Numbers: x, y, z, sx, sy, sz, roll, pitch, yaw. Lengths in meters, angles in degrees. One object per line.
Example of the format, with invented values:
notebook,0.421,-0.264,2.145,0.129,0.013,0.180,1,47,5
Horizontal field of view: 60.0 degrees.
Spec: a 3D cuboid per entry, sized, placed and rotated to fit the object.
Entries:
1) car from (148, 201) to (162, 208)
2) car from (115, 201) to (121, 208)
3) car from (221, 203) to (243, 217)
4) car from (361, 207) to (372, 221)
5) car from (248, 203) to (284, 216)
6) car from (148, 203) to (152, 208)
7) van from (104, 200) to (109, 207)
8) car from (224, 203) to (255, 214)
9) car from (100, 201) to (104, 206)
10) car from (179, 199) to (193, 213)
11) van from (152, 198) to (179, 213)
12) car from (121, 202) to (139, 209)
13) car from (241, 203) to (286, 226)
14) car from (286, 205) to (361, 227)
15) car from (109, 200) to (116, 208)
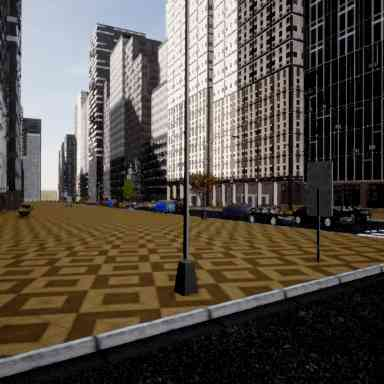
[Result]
car,-8.366,2.809,75.147,1.802,1.307,4.206,-1,-1,-26
car,-13.396,2.602,66.287,1.752,1.417,4.829,-1,-1,-26
car,5.002,1.962,34.162,2.033,1.411,5.357,0,-1,-26
car,13.638,1.854,29.562,2.008,1.369,4.403,-1,-1,-26
car,8.748,2.068,39.692,1.947,1.339,4.313,-1,-1,-26
car,-7.475,2.675,67.363,1.895,1.301,4.718,0,-1,-26
van,-18.362,2.635,76.571,1.690,1.788,3.998,-1,-1,-26
car,6.303,2.168,44.757,1.947,1.339,4.313,-1,-1,-26
car,-23.248,3.053,86.698,1.887,1.381,4.507,-1,-1,-26
car,-1.510,2.188,47.699,1.837,1.490,4.892,0,-1,-25
van,-3.693,2.005,46.183,1.690,1.788,3.998,-1,-1,-26
car,-11.024,2.525,61.374,2.008,1.369,4.403,-1,-1,-26
car,6.092,1.814,25.919,2.008,1.369,4.403,-1,-1,-26
car,9.565,1.734,24.687,1.837,1.490,4.892,0,-1,-25
car,-15.914,2.731,71.505,1.887,1.381,4.507,-1,-1,-26
